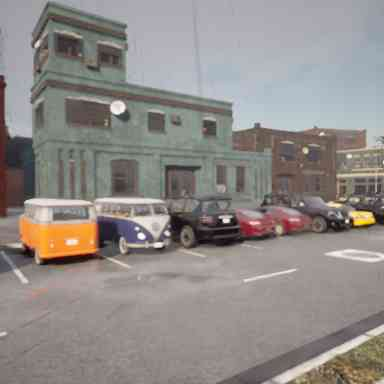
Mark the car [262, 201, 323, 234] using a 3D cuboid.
[{"bbox_3d":[4.245,1.467,17.991,2.002,1.452,4.674,0,0,-35],"label":"car"}]

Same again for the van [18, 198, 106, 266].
[{"bbox_3d":[-4.828,1.233,11.679,1.878,1.987,4.442,0,0,-35],"label":"van"}]

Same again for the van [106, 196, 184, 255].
[{"bbox_3d":[-2.430,1.223,13.100,1.878,1.987,4.442,0,0,-35],"label":"van"}]

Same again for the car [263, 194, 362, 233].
[{"bbox_3d":[6.474,1.171,19.546,2.435,2.045,5.566,0,0,-35],"label":"car"}]

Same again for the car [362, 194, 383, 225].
[{"bbox_3d":[11.072,1.163,22.890,2.435,2.045,5.566,0,0,-35],"label":"car"}]

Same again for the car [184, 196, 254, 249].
[{"bbox_3d":[-0.249,1.190,14.830,2.435,2.045,5.566,0,0,-35],"label":"car"}]

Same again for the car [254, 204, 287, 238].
[{"bbox_3d":[2.034,1.473,16.417,2.002,1.452,4.674,0,0,-35],"label":"car"}]

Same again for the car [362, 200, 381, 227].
[{"bbox_3d":[8.716,1.414,21.405,1.946,1.575,5.366,0,0,-35],"label":"car"}]
